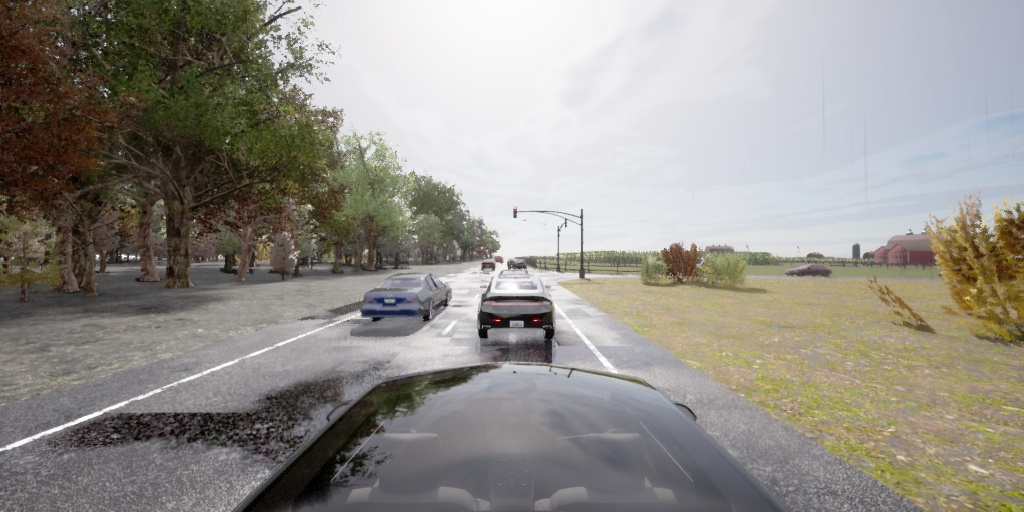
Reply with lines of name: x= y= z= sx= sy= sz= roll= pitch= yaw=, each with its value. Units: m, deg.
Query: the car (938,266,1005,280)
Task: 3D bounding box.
car: x=48.608 y=1.825 z=37.899 sx=5.357 sy=1.411 sz=2.033 roll=1 pitch=-1 yaw=1

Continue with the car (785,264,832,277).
car: x=34.385 y=1.709 z=41.578 sx=4.674 sy=1.442 sz=1.812 roll=0 pitch=-1 yaw=0

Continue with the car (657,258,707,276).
car: x=19.672 y=1.240 z=41.660 sx=5.566 sy=2.045 sz=2.150 roll=0 pitch=-1 yaw=0

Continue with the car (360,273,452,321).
car: x=-3.394 y=1.300 z=12.467 sx=2.033 sy=1.411 sz=5.357 roll=0 pitch=0 yaw=0

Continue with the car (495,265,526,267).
car: x=0.111 y=1.355 z=19.223 sx=1.895 sy=1.301 sz=4.718 roll=0 pitch=0 yaw=0

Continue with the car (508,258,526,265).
car: x=0.645 y=1.259 z=51.598 sx=1.837 sy=1.490 sz=4.892 roll=-2 pitch=1 yaw=-15

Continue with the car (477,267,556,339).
car: x=0.106 y=1.244 z=10.102 sx=2.128 sy=1.511 sz=4.902 roll=0 pitch=0 yaw=0

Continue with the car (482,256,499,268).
car: x=-3.373 y=1.233 z=52.513 sx=1.882 sy=1.535 sz=5.008 roll=0 pitch=0 yaw=0
